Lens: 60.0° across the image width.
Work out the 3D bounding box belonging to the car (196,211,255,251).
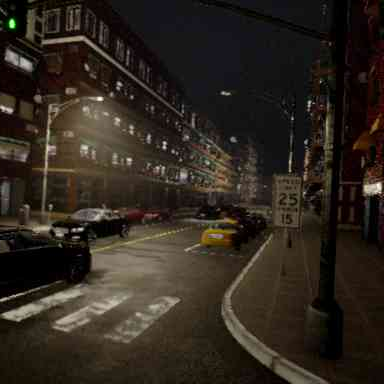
[{"bbox_3d":[1.779,1.934,16.411,1.752,1.417,4.829,3,-1,17],"label":"car"}]

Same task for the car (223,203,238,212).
[{"bbox_3d":[7.154,2.823,62.025,1.967,1.590,4.097,3,-1,17],"label":"car"}]

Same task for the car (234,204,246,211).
[{"bbox_3d":[10.528,3.306,72.832,1.947,1.339,4.313,3,-1,17],"label":"car"}]

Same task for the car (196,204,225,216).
[{"bbox_3d":[1.877,2.211,36.491,1.837,1.490,4.892,3,-1,18],"label":"car"}]

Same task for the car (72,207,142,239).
[{"bbox_3d":[-4.619,1.540,15.784,2.128,1.511,4.902,3,-1,17],"label":"car"}]

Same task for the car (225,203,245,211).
[{"bbox_3d":[5.053,2.357,36.316,1.882,1.535,5.008,3,-1,17],"label":"car"}]

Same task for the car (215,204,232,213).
[{"bbox_3d":[5.456,2.772,56.623,1.947,1.339,4.313,3,-1,17],"label":"car"}]

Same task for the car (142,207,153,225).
[{"bbox_3d":[-4.795,1.743,24.238,1.802,1.307,4.206,3,-1,17],"label":"car"}]

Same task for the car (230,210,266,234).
[{"bbox_3d":[3.398,2.139,21.660,1.947,1.339,4.313,3,-1,17],"label":"car"}]

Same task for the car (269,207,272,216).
[{"bbox_3d":[11.803,2.963,48.870,1.752,1.417,4.829,3,-1,17],"label":"car"}]

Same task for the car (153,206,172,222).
[{"bbox_3d":[-3.045,1.917,29.622,1.802,1.307,4.206,3,-1,17],"label":"car"}]

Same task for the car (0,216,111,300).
[{"bbox_3d":[-4.084,1.461,7.129,2.128,1.511,4.902,3,-1,17],"label":"car"}]

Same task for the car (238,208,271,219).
[{"bbox_3d":[5.030,2.307,27.081,1.947,1.339,4.313,3,-1,17],"label":"car"}]
